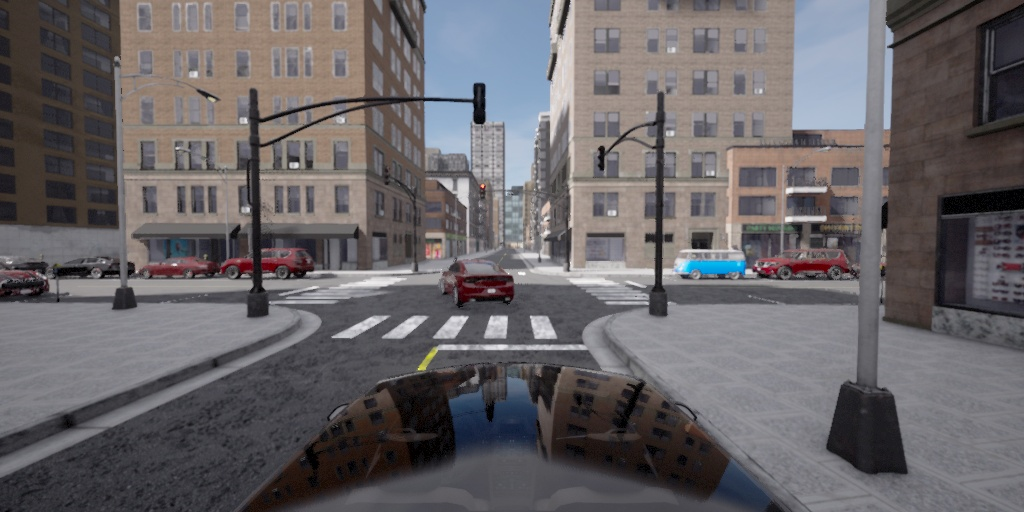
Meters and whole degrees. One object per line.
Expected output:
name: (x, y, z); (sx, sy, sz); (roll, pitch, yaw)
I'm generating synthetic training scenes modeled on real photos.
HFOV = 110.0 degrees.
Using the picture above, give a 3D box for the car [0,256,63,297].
car: (-20.459, 0.822, 13.645); (4.097, 1.591, 1.967); (0, 0, 0)

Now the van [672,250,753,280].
van: (12.034, 0.505, 21.985); (3.998, 1.789, 1.690); (0, 0, 0)

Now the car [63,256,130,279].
car: (-25.960, 0.686, 22.197); (4.313, 1.339, 1.948); (0, 0, 0)

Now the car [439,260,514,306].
car: (-1.496, 0.874, 13.651); (1.882, 1.535, 5.008); (0, 2, -20)

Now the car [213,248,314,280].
car: (-14.913, 0.449, 22.136); (5.009, 1.841, 2.192); (0, 0, 0)

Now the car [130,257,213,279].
car: (-20.437, 0.709, 22.167); (4.207, 1.307, 1.802); (0, 0, 0)

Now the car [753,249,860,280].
car: (17.630, 0.485, 21.955); (5.009, 1.841, 2.192); (0, 0, 0)

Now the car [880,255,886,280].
car: (23.226, 0.616, 21.923); (4.097, 1.591, 1.967); (0, 0, 0)
